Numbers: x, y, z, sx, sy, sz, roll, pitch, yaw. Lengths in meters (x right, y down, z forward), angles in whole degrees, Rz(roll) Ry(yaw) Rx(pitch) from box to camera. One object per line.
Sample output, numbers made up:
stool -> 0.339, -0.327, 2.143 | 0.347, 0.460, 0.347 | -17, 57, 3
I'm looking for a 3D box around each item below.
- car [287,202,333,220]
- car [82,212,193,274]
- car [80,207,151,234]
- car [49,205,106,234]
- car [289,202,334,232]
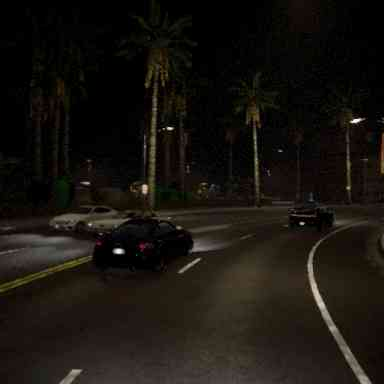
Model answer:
car -> 11.042, 1.661, 30.946 | 2.033, 1.411, 5.357 | 0, 0, 43
car -> -1.379, 1.561, 10.791 | 1.994, 1.385, 4.181 | 0, 0, 17
car -> -3.119, 1.588, 16.853 | 1.895, 1.301, 4.718 | 0, 0, 24
car -> -5.929, 1.499, 19.165 | 1.812, 1.442, 4.674 | 0, 0, 26
car -> 7.568, 1.569, 20.861 | 2.128, 1.511, 4.902 | 0, 0, 33
